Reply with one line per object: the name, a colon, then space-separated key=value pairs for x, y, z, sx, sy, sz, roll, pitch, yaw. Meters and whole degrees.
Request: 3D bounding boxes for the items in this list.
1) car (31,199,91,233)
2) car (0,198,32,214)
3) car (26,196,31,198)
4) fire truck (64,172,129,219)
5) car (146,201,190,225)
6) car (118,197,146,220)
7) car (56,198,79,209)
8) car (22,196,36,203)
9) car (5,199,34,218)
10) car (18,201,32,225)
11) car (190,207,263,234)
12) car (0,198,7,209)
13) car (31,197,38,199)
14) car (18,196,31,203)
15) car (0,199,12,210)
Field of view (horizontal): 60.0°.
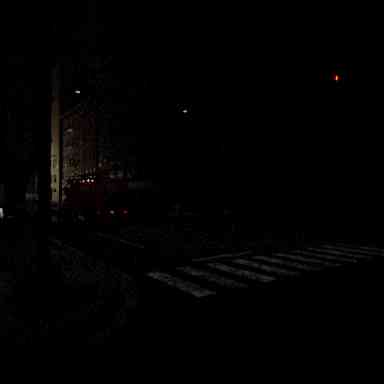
car: x=-7.611 y=1.415 z=19.160 sx=1.967 sy=1.590 sz=4.097 roll=1 pitch=0 yaw=-36
car: x=-17.338 y=1.521 z=32.558 sx=2.008 sy=1.369 sz=4.403 roll=1 pitch=0 yaw=-36
car: x=-30.299 y=1.598 z=64.072 sx=1.802 sy=1.307 sz=4.206 roll=0 pitch=0 yaw=-36
fire truck: x=-8.778 y=0.350 z=29.966 sx=2.891 sy=3.827 sz=8.468 roll=0 pitch=0 yaw=-36
car: x=-1.222 y=1.554 z=24.019 sx=1.752 sy=1.417 sz=4.829 roll=1 pitch=0 yaw=-36
car: x=-4.363 y=1.467 z=28.347 sx=1.967 sy=1.590 sz=4.097 roll=1 pitch=0 yaw=-36
car: x=-17.434 y=1.546 z=46.343 sx=1.752 sy=1.417 sz=4.829 roll=1 pitch=0 yaw=-36
car: x=-33.640 y=1.544 z=68.676 sx=1.752 sy=1.417 sz=4.829 roll=0 pitch=0 yaw=-36
car: x=-14.096 y=1.522 z=28.092 sx=2.008 sy=1.369 sz=4.403 roll=1 pitch=0 yaw=-36
car: x=-10.854 y=1.555 z=23.626 sx=1.802 sy=1.307 sz=4.206 roll=1 pitch=0 yaw=-36
car: x=2.119 y=1.581 z=19.415 sx=2.008 sy=1.369 sz=4.403 roll=1 pitch=0 yaw=-36
car: x=-27.064 y=1.516 z=45.957 sx=2.008 sy=1.369 sz=4.403 roll=1 pitch=0 yaw=-36
car: x=-27.057 y=1.599 z=59.607 sx=1.802 sy=1.307 sz=4.206 roll=0 pitch=0 yaw=-36
car: x=-36.782 y=1.565 z=73.004 sx=1.887 sy=1.381 sz=4.507 roll=0 pitch=0 yaw=-36
car: x=-23.822 y=1.549 z=41.491 sx=1.802 sy=1.307 sz=4.206 roll=1 pitch=0 yaw=-36
